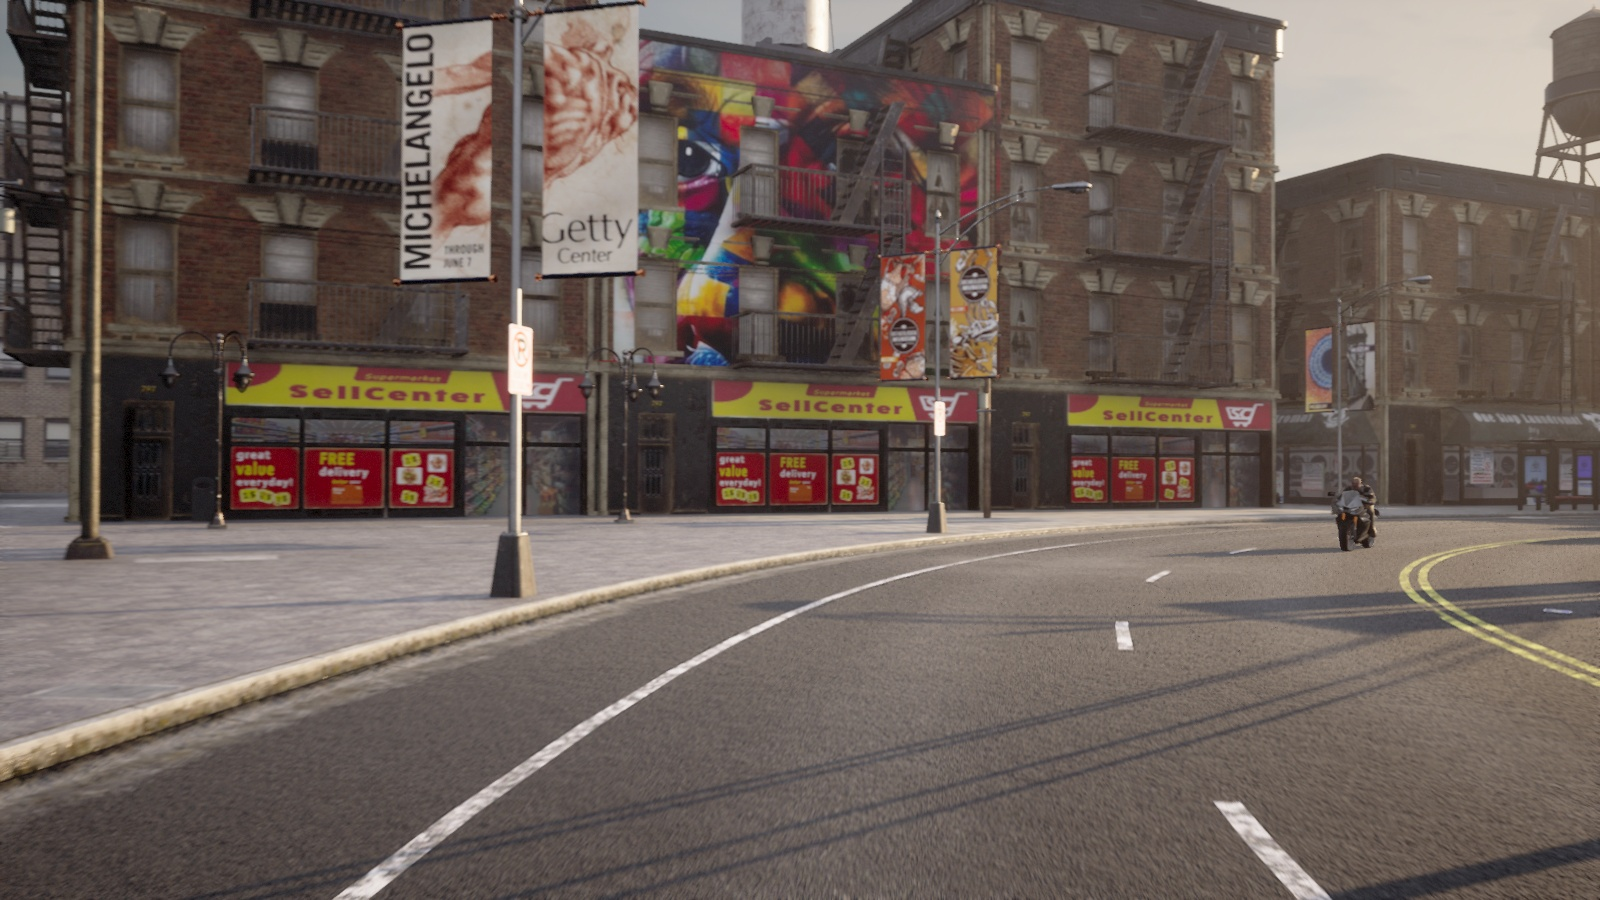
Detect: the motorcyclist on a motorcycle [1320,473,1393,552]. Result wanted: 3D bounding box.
[{"bbox_3d":[11.438,1.246,25.777,0.866,1.530,2.191,-1,-1,38],"label":"motorcyclist on a motorcycle"}]
